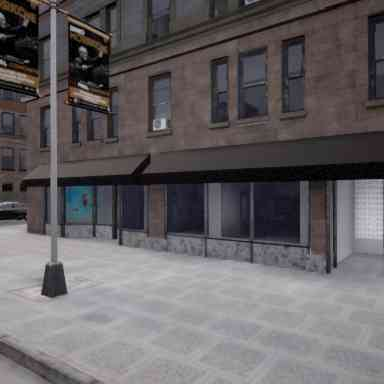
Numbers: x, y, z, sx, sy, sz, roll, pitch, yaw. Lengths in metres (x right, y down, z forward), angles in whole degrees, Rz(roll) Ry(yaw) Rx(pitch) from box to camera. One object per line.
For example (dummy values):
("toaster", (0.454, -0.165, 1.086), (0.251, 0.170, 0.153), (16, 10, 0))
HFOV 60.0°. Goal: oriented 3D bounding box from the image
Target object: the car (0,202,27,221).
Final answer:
("car", (-14.158, 1.545, 25.258), (1.837, 1.490, 4.892), (0, 0, 37))
